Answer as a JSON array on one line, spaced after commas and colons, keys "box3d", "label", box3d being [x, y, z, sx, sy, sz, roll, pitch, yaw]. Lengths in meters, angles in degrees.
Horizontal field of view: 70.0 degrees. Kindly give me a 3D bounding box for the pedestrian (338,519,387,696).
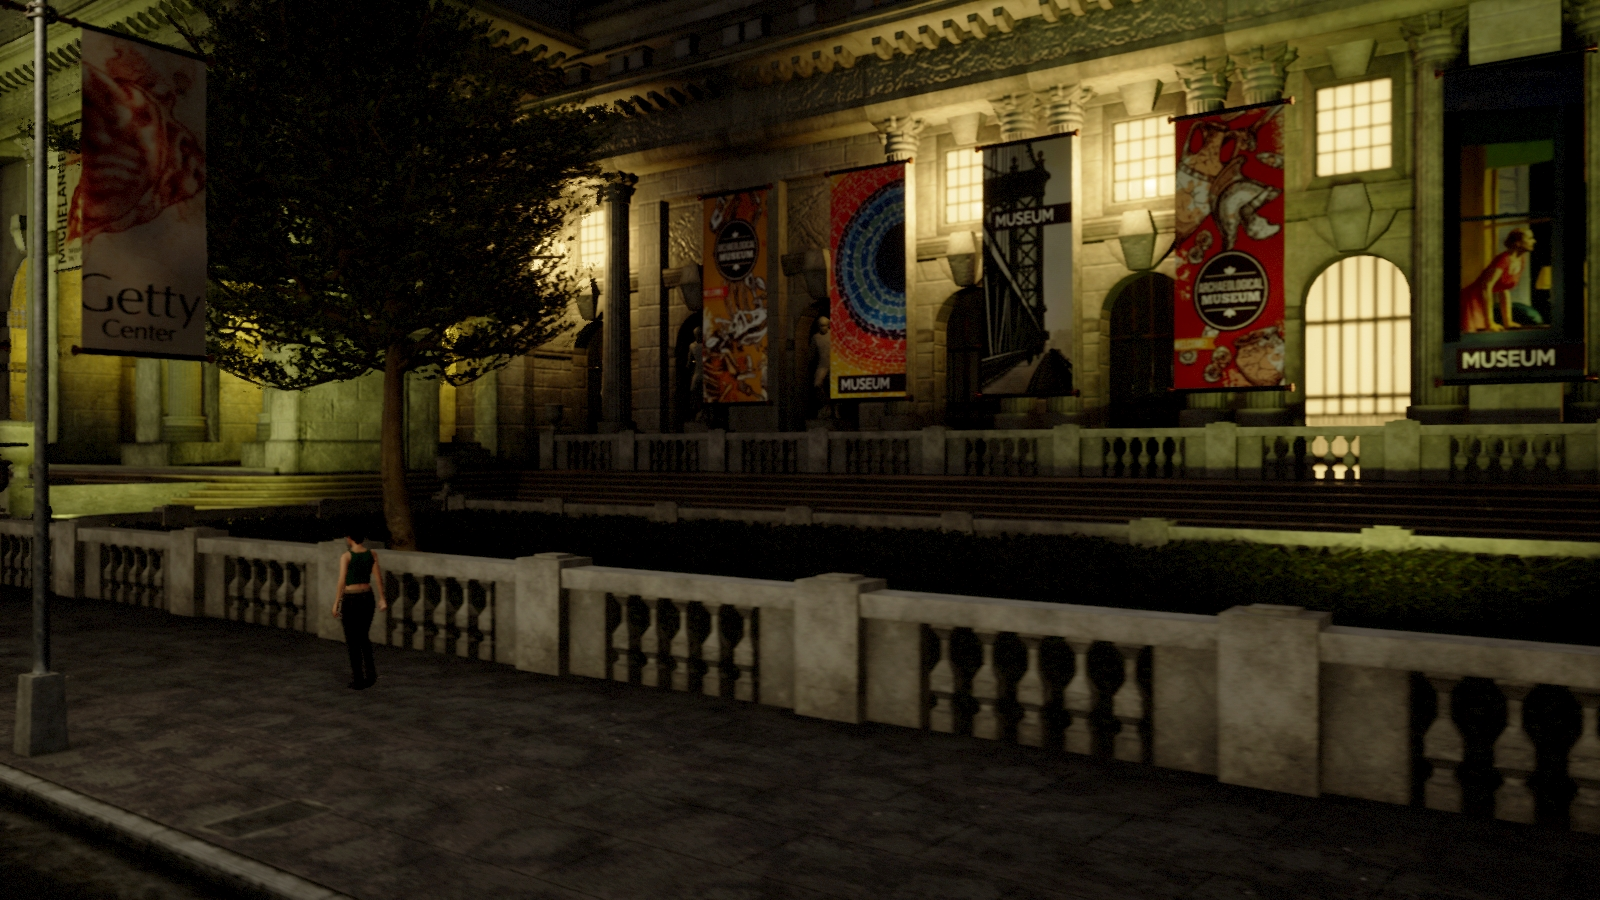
[{"box3d": [-4.780, 1.702, 12.495, 0.375, 1.860, 0.375, 0, 0, 44], "label": "pedestrian"}]
